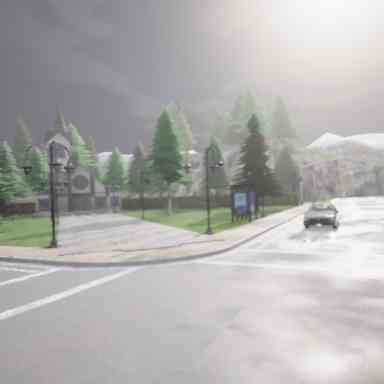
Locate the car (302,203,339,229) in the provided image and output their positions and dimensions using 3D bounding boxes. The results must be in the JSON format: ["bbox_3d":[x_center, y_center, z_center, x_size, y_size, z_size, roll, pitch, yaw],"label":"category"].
[{"bbox_3d":[8.171,1.420,20.860,2.033,1.411,5.357,-3,-1,26],"label":"car"}]
